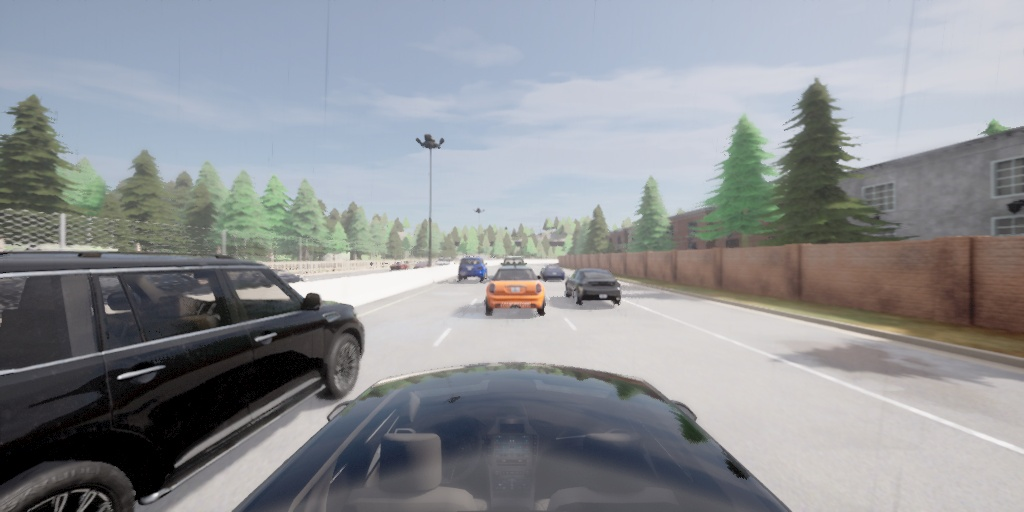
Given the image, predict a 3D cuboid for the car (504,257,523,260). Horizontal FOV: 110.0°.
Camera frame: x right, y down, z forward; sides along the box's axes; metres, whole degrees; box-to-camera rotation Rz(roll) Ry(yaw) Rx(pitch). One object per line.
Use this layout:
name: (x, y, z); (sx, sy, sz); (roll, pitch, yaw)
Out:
car: (0.146, 1.139, 31.265); (2.150, 2.045, 5.566); (0, 0, 0)

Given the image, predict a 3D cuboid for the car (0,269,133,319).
car: (-17.583, 1.301, 13.175); (2.128, 1.511, 4.902); (0, 0, 0)

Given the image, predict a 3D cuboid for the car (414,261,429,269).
car: (-13.965, 1.578, 56.279); (1.812, 1.442, 4.674); (0, 0, 1)

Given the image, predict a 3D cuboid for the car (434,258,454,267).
car: (-10.477, 1.271, 55.647); (2.150, 2.045, 5.566); (0, 0, 1)

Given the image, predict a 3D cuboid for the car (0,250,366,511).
car: (-3.398, 0.983, 3.335); (2.150, 2.045, 5.566); (0, 0, 0)

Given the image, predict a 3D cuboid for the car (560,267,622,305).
car: (3.622, 1.342, 16.631); (1.837, 1.490, 4.892); (0, 0, 0)

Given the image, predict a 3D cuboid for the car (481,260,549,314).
car: (0.118, 1.172, 14.217); (2.097, 1.767, 4.553); (0, 0, 0)

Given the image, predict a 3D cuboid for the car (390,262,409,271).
car: (-17.463, 1.651, 55.965); (1.895, 1.301, 4.718); (0, 0, 1)

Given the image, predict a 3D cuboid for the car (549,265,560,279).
car: (3.647, 1.490, 32.778); (1.994, 1.385, 4.181); (0, 0, 0)

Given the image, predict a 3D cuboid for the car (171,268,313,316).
car: (-10.580, 1.312, 14.710); (2.128, 1.511, 4.902); (0, 0, 0)

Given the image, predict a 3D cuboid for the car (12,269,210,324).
car: (-14.083, 1.316, 13.198); (1.837, 1.490, 4.892); (0, 0, 0)

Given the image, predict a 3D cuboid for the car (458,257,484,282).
car: (-3.368, 1.138, 31.282); (2.150, 2.045, 5.566); (0, 0, 0)
